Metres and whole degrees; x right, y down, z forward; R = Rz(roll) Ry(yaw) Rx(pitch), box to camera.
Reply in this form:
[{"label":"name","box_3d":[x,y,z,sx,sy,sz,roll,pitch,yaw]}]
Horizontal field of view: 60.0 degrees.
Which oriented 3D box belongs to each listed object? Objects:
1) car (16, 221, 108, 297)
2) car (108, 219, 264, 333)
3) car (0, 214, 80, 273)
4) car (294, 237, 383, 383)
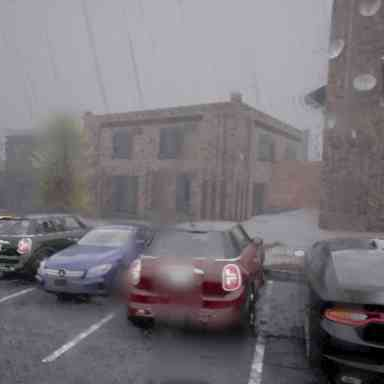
[{"label":"car","box_3d":[-1.986,1.586,8.868,2.002,1.452,4.674,0,-1,15]},{"label":"car","box_3d":[0.382,1.384,7.142,2.185,1.767,4.553,-1,-1,16]},{"label":"car","box_3d":[-4.398,1.463,10.542,2.185,1.767,4.553,-1,-1,15]},{"label":"car","box_3d":[2.783,1.478,5.458,2.097,1.535,5.008,-1,-1,16]}]
